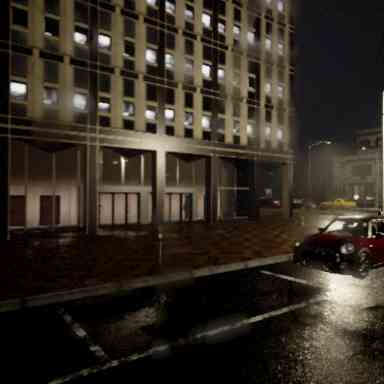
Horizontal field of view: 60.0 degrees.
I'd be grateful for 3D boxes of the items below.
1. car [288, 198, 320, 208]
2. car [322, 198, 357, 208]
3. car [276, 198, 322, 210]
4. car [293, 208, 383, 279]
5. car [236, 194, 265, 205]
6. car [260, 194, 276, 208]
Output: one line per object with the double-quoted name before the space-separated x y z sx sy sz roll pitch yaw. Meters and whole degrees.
"car" 16.540 1.567 49.268 1.802 1.307 4.206 1 0 -35
"car" 19.594 1.533 44.854 1.752 1.417 4.829 1 0 -35
"car" 12.797 1.496 39.949 2.008 1.369 4.403 1 0 -35
"car" 4.922 1.461 10.075 4.097 1.590 1.967 0 0 -36
"car" 10.244 1.255 58.376 2.192 1.841 5.009 1 0 -35
"car" 9.650 1.237 44.504 2.192 1.841 5.009 1 0 -35
